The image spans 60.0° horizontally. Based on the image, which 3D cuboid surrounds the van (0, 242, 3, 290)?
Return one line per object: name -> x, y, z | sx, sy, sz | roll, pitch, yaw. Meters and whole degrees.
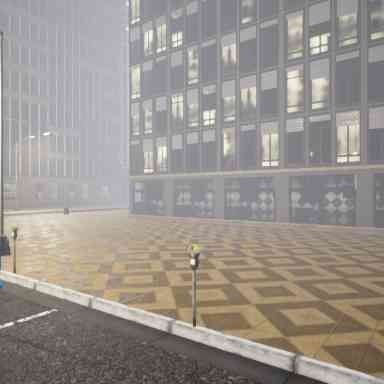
van -> -5.649, 1.337, 7.020 | 3.998, 1.788, 1.690 | 0, 0, 36
